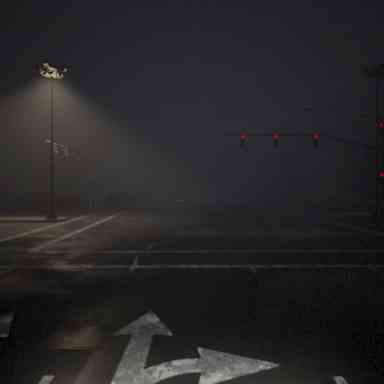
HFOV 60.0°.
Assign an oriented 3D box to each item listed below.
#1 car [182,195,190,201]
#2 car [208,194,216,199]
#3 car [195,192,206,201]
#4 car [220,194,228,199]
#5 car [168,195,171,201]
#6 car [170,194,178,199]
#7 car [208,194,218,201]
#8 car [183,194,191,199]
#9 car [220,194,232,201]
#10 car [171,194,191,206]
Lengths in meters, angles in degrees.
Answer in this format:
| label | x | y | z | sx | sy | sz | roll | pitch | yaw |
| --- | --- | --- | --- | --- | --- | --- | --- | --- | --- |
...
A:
| label | x | y | z | sx | sy | sz | roll | pitch | yaw |
| --- | --- | --- | --- | --- | --- | --- | --- | --- | --- |
| car | -1.495 | 1.525 | 84.060 | 1.895 | 1.301 | 4.718 | 0 | 0 | 0 |
| car | 5.567 | 1.285 | 93.152 | 1.812 | 1.442 | 4.674 | 0 | 0 | 0 |
| car | 2.003 | 1.154 | 83.619 | 2.150 | 2.045 | 5.566 | 0 | 0 | 0 |
| car | 9.066 | 1.285 | 93.129 | 1.812 | 1.442 | 4.674 | 0 | 0 | 0 |
| car | -4.992 | 1.430 | 84.470 | 1.837 | 1.490 | 4.892 | 0 | 0 | 0 |
| car | -4.933 | 1.313 | 93.223 | 1.994 | 1.385 | 4.181 | 0 | 0 | 0 |
| car | 5.508 | 1.525 | 84.429 | 1.895 | 1.301 | 4.718 | 0 | 0 | 0 |
| car | -1.433 | 1.286 | 93.199 | 2.128 | 1.511 | 4.902 | 0 | 0 | 0 |
| car | 9.002 | 1.469 | 83.542 | 2.033 | 1.411 | 5.357 | 0 | 0 | 0 |
| car | -1.709 | 1.452 | 52.167 | 2.128 | 1.511 | 4.902 | 0 | 0 | 0 |
